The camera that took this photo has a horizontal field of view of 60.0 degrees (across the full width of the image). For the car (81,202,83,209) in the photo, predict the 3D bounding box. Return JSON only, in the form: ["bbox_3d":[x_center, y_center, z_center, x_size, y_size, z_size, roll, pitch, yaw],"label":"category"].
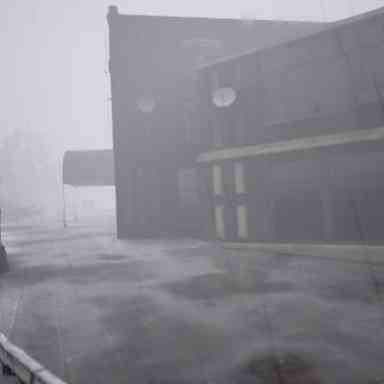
[{"bbox_3d":[-28.786,3.511,78.327,4.792,1.488,2.163,-3,-1,-20],"label":"car"}]

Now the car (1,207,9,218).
[{"bbox_3d":[-21.896,2.335,37.005,2.097,1.535,5.008,-3,0,-1],"label":"car"}]

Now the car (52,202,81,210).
[{"bbox_3d":[-28.764,3.164,75.417,5.566,2.045,2.435,-3,-2,-20],"label":"car"}]

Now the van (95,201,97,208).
[{"bbox_3d":[-28.828,3.520,90.075,4.442,1.987,1.878,-3,-1,-20],"label":"van"}]

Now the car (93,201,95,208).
[{"bbox_3d":[-28.748,3.704,87.160,4.792,1.488,2.163,-3,-1,-20],"label":"car"}]

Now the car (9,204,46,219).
[{"bbox_3d":[-18.229,2.169,37.562,1.837,1.490,4.892,-3,0,-2],"label":"car"}]

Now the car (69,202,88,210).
[{"bbox_3d":[-28.715,3.481,84.241,4.553,1.767,2.185,-3,-1,-20],"label":"car"}]
